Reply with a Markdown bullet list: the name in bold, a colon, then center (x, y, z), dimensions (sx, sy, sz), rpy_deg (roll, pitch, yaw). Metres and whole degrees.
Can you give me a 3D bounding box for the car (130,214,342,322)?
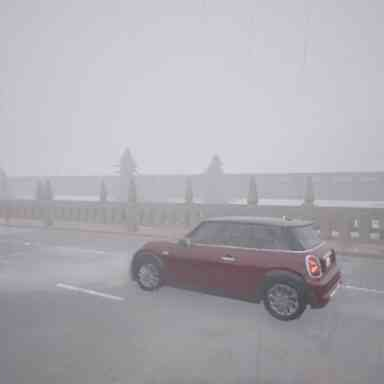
- **car**: center (0.768, 1.320, 7.398), dimensions (4.553, 1.767, 2.097), rpy_deg (0, 0, 33)
